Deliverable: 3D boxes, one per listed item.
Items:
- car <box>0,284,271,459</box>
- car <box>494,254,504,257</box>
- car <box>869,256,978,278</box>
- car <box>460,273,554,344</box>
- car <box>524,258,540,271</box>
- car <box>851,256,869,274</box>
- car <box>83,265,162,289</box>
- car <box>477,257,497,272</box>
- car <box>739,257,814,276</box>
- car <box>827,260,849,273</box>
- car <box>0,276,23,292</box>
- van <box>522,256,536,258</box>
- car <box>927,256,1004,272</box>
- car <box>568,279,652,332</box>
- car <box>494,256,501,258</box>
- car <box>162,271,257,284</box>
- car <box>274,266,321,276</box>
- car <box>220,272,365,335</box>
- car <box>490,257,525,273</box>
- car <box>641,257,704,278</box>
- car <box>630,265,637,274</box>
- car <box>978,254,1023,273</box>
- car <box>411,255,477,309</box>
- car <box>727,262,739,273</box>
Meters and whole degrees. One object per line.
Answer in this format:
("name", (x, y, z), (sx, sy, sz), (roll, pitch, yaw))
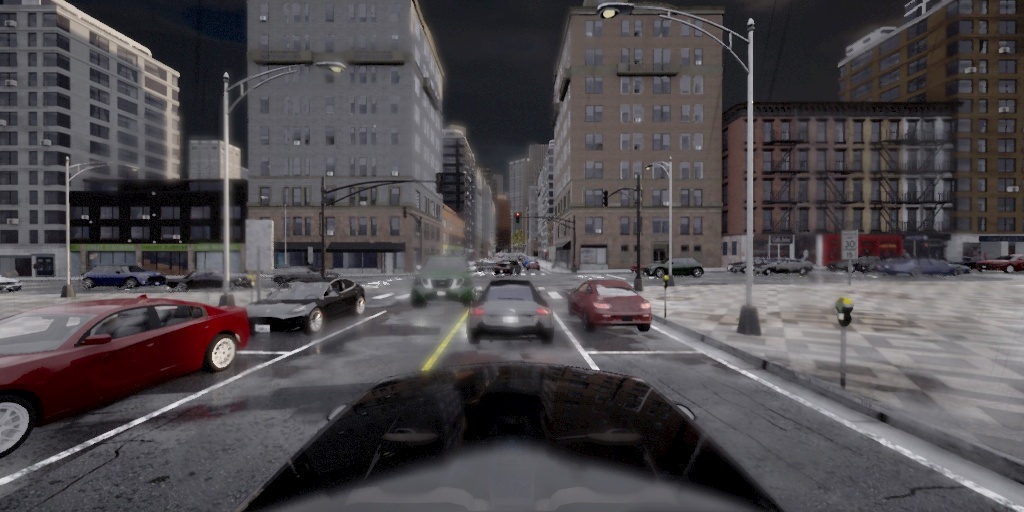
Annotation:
("car", (-5.776, 1.294, 4.872), (1.888, 1.381, 4.507), (0, 0, 0))
("car", (-2.970, 0.960, 65.121), (2.097, 1.767, 4.553), (0, 0, 1))
("car", (30.194, 0.850, 26.446), (5.357, 1.411, 2.033), (-1, 0, 0))
("car", (-0.035, 1.311, 9.562), (1.994, 1.385, 4.181), (0, 0, 0))
("car", (2.793, 1.251, 47.772), (1.802, 1.307, 4.207), (0, 0, 0))
("car", (31.751, 0.768, 29.891), (4.892, 1.490, 1.837), (-1, 0, 0))
("car", (-28.312, 1.458, 26.342), (4.553, 1.767, 2.097), (-1, 0, 0))
("car", (-3.073, 1.202, 45.562), (1.812, 1.442, 4.674), (0, 0, 2))
("car", (22.286, 0.885, 29.881), (4.902, 1.511, 2.128), (-1, 0, 0))
("car", (31.992, 0.747, 33.144), (4.892, 1.490, 1.837), (-1, 0, 0))
("car", (-34.681, 1.726, 23.084), (4.674, 1.442, 1.812), (-1, 0, 0))
("van", (2.811, 0.992, 53.324), (1.690, 1.789, 3.998), (0, 0, 0))
("car", (41.788, 0.712, 33.133), (4.718, 1.301, 1.895), (-1, 0, 0))
("car", (2.719, 1.329, 10.560), (1.802, 1.307, 4.207), (0, 0, 0))
("car", (-3.039, 1.193, 55.213), (2.033, 1.411, 5.357), (0, 0, 0))
("car", (-19.115, 1.608, 23.107), (4.718, 1.301, 1.895), (-1, 0, 0))
("car", (-15.029, 1.462, 26.362), (4.674, 1.442, 1.812), (-1, 0, 0))
("car", (-5.806, 1.313, 10.516), (1.948, 1.339, 4.313), (0, 0, 0))
("car", (-0.366, 1.209, 36.640), (1.837, 1.490, 4.892), (2, 1, 15))
("car", (13.332, 0.872, 29.864), (4.553, 1.767, 2.097), (-1, 0, 0))
("car", (13.480, 1.101, 33.117), (4.718, 1.301, 1.895), (-1, 0, 0))
("car", (41.879, 0.604, 29.881), (5.008, 1.535, 1.882), (-1, 0, 0))
("car", (-2.715, 0.971, 15.308), (2.150, 2.045, 5.566), (1, 0, -5))
("car", (22.521, 0.864, 33.131), (4.902, 1.511, 2.128), (-1, 0, 0))
